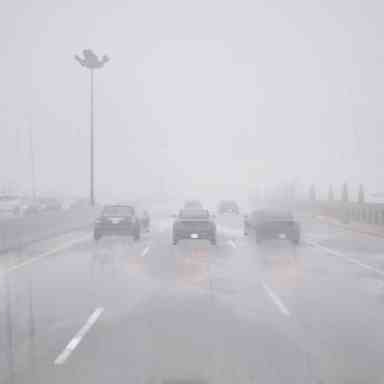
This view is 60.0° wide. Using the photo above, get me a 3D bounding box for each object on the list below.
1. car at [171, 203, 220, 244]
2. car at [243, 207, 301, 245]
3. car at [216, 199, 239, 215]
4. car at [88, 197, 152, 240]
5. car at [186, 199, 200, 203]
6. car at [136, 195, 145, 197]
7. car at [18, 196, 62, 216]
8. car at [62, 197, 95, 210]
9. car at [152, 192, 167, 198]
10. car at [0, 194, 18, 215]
[{"bbox_3d":[0.097,1.490,15.655,1.837,1.490,4.892,0,0,0],"label":"car"},{"bbox_3d":[3.597,1.490,15.612,1.837,1.490,4.892,0,0,0],"label":"car"},{"bbox_3d":[3.594,1.473,33.729,1.837,1.490,4.892,0,0,0],"label":"car"},{"bbox_3d":[-3.403,1.336,16.932,2.097,1.767,4.553,0,0,0],"label":"car"},{"bbox_3d":[0.095,1.473,33.730,1.837,1.490,4.892,0,0,0],"label":"car"},{"bbox_3d":[-11.408,1.431,72.832,1.812,1.442,4.674,0,0,11],"label":"car"},{"bbox_3d":[-14.100,1.322,31.644,2.097,1.767,4.553,0,0,0],"label":"car"},{"bbox_3d":[-10.600,1.321,32.574,2.097,1.767,4.553,0,0,0],"label":"car"},{"bbox_3d":[-7.357,1.091,74.800,2.150,2.045,5.566,0,0,14],"label":"car"},{"bbox_3d":[-17.604,1.191,30.035,2.150,2.045,5.566,0,0,0],"label":"car"}]
